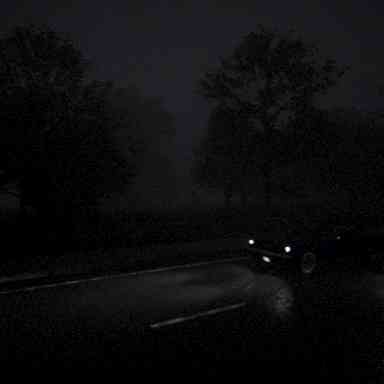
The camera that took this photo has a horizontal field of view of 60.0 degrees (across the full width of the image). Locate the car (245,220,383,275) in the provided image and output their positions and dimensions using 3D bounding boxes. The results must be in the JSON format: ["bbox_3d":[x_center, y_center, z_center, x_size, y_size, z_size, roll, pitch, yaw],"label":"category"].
[{"bbox_3d":[4.002,1.581,10.481,4.718,1.301,1.895,0,0,-31],"label":"car"}]
